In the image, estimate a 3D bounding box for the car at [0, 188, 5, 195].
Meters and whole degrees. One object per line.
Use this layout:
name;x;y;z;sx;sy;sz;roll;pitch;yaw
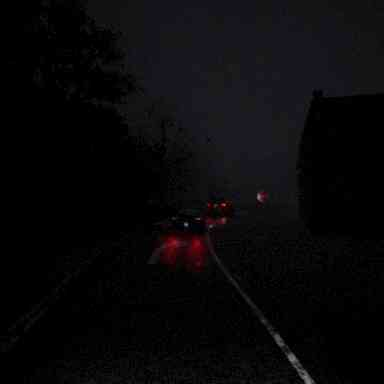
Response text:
car;-29.901;0.052;51.727;2.097;1.535;5.008;4;-1;-14

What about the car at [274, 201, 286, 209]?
car;15.119;2.511;63.212;2.231;1.521;4.892;3;-1;-14

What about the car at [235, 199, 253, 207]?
car;11.857;2.576;76.076;1.946;1.575;5.366;3;-1;-14

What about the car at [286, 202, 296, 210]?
car;17.817;2.685;63.859;2.163;1.488;4.792;3;-1;-14

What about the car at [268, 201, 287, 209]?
car;19.887;2.977;77.877;2.097;1.535;5.008;3;-1;-14

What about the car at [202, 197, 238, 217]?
car;3.178;1.556;35.952;2.150;2.045;5.566;0;-2;18

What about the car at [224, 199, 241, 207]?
car;9.148;2.419;75.403;1.946;1.575;5.366;3;-1;-14

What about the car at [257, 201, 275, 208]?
car;17.182;2.851;77.205;2.097;1.535;5.008;3;-1;-14

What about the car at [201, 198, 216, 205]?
car;3.664;2.112;73.851;2.002;1.452;4.674;4;-1;-14

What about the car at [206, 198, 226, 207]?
car;4.310;1.860;60.561;2.163;1.488;4.792;4;-1;-14

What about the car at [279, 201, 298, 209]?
car;22.716;3.099;78.581;2.231;1.521;4.892;3;-1;-14

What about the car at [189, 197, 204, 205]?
car;0.968;1.930;73.180;2.002;1.452;4.674;4;-1;-14

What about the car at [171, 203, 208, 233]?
car;-0.142;1.608;20.277;1.812;1.442;4.674;0;-1;4

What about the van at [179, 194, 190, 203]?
van;-1.574;1.490;72.416;1.878;1.987;4.442;4;-1;-14

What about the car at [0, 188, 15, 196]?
car;-35.747;-0.038;63.740;2.002;1.452;4.674;4;-1;-14

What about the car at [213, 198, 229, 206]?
car;6.479;2.285;74.577;2.163;1.488;4.792;4;-1;-14

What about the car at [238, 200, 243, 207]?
car;7.017;1.888;61.237;2.185;1.767;4.553;4;-1;-14

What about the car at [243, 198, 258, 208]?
car;9.710;2.187;61.868;2.097;1.535;5.008;3;-1;-14

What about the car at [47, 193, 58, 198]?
car;-27.821;0.519;65.715;2.097;1.535;5.008;4;-1;-14

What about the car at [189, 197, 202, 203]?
car;1.628;1.678;59.833;2.163;1.488;4.792;4;-1;-14

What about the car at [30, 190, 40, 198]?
car;-30.503;0.192;65.084;2.185;1.767;4.553;4;-1;-14

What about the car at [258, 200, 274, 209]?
car;12.422;2.103;62.579;2.435;2.045;5.566;3;-1;-14
